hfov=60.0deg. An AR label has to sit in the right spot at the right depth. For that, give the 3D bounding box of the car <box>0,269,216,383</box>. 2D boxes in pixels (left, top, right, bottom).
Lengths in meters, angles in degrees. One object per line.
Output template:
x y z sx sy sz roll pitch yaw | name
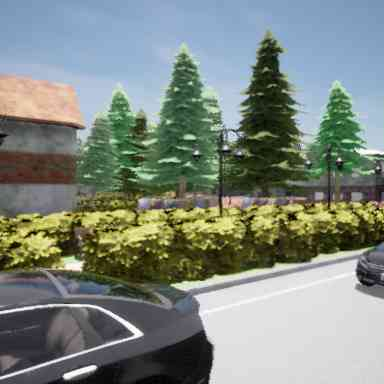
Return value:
-2.047 1.505 2.523 4.892 1.490 1.837 0 0 -36 | car

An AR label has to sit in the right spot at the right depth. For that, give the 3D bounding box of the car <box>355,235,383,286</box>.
5.960 1.523 8.230 4.674 1.442 1.812 0 0 -36 | car
